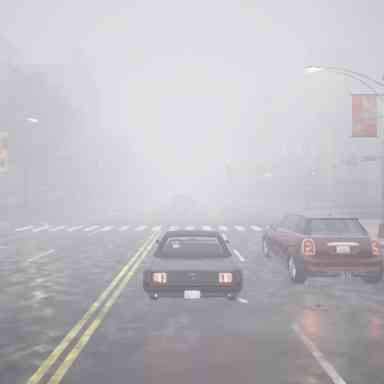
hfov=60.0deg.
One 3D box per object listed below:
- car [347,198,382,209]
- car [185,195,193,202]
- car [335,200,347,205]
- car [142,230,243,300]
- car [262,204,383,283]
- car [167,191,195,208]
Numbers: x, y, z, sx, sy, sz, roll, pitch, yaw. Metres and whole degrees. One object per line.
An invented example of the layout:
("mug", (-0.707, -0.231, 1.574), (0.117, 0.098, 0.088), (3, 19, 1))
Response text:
("car", (22.600, 1.561, 42.428), (4.181, 1.385, 1.994), (0, 0, 0))
("car", (-0.709, 1.494, 80.158), (1.837, 1.490, 4.892), (0, 0, -1))
("car", (22.678, 1.544, 45.928), (5.357, 1.411, 2.033), (0, 0, 0))
("car", (0.011, 1.600, 8.352), (1.895, 1.301, 4.718), (0, 0, 0))
("car", (3.503, 1.351, 9.834), (2.097, 1.767, 4.553), (0, 0, 0))
("car", (-1.198, 1.218, 47.554), (2.150, 2.045, 5.566), (1, 0, 16))
